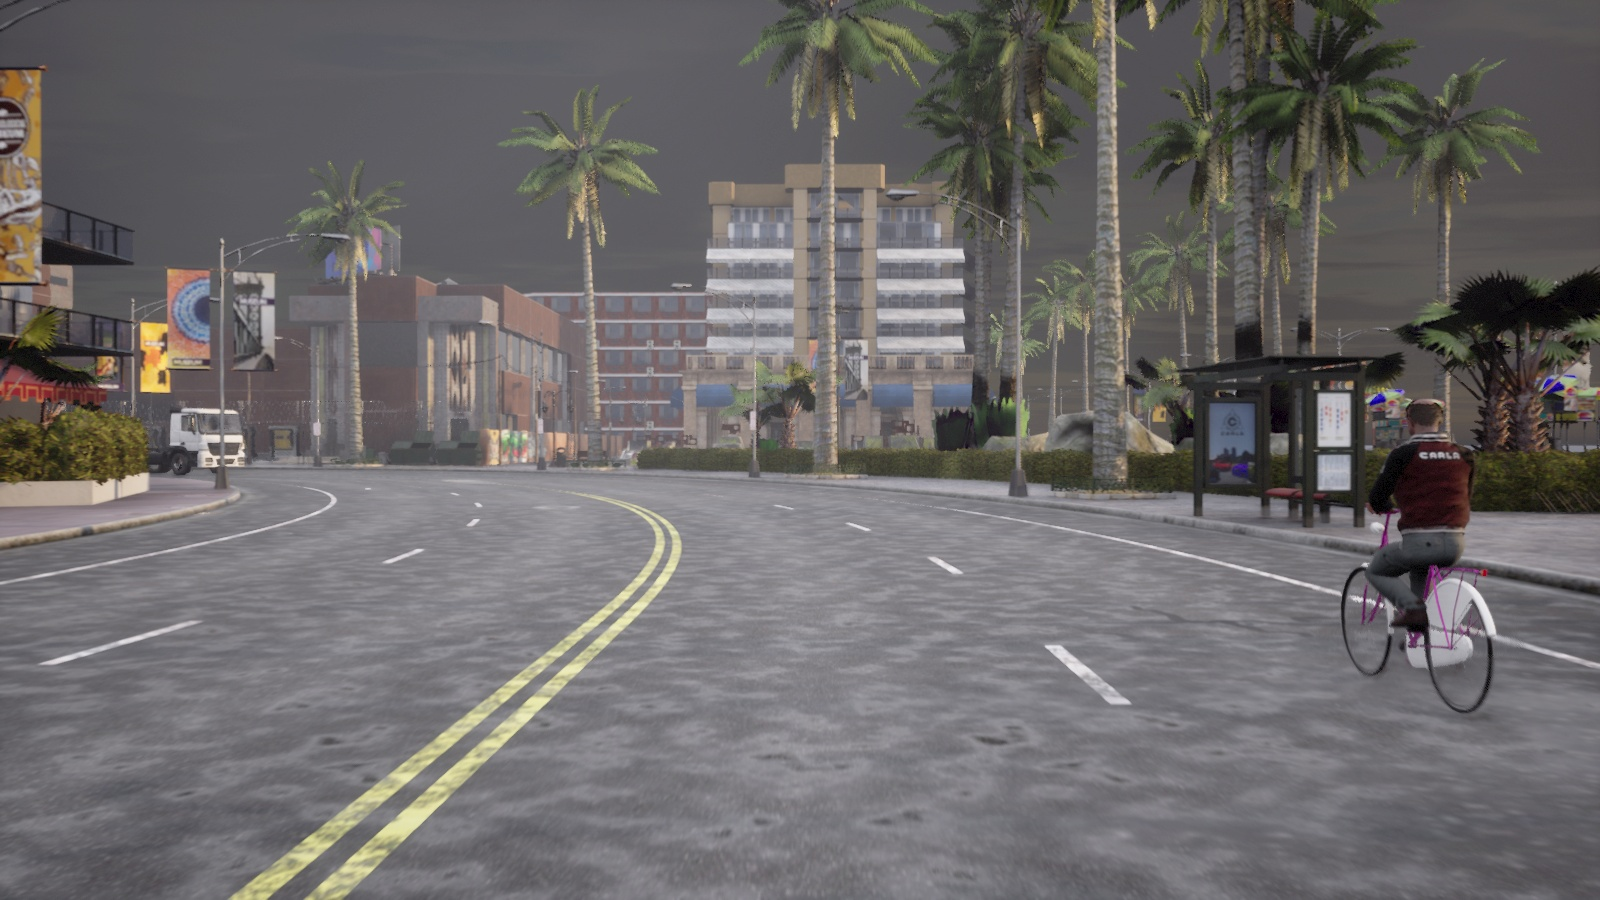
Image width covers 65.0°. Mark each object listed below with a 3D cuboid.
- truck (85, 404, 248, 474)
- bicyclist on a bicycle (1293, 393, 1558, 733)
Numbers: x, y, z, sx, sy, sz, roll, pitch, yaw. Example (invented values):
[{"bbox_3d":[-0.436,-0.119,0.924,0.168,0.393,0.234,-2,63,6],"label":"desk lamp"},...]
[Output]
[{"bbox_3d":[-32.765,-0.548,64.935,7.936,3.462,2.891,0,0,21],"label":"truck"},{"bbox_3d":[3.629,0.588,7.486,0.659,1.776,1.843,0,0,0],"label":"bicyclist on a bicycle"}]
